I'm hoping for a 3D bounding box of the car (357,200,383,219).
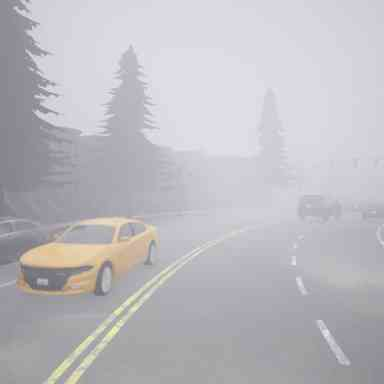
[{"bbox_3d":[15.819,1.564,27.845,1.994,1.385,4.181,0,0,44],"label":"car"}]

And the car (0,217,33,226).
[{"bbox_3d":[-5.849,1.491,9.382,2.128,1.511,4.902,0,0,12],"label":"car"}]

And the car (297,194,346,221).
[{"bbox_3d":[10.540,1.221,27.315,2.150,2.045,5.566,0,0,39],"label":"car"}]

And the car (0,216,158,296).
[{"bbox_3d":[-2.413,1.478,8.970,1.882,1.535,5.008,0,0,12],"label":"car"}]

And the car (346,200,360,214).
[{"bbox_3d":[17.552,1.547,34.699,5.357,1.411,2.033,0,0,-42],"label":"car"}]
